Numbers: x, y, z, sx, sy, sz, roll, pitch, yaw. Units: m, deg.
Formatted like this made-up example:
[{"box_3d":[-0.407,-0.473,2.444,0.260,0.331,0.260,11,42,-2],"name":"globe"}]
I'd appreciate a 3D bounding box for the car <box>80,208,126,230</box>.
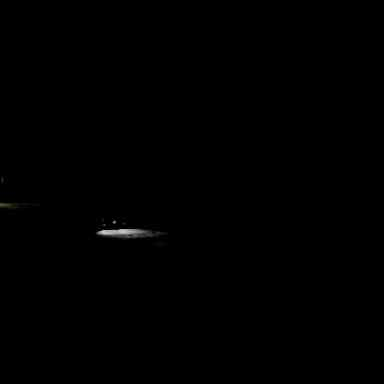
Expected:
[{"box_3d":[-6.311,1.807,23.392,1.994,1.385,4.181,1,-1,-38],"name":"car"}]
